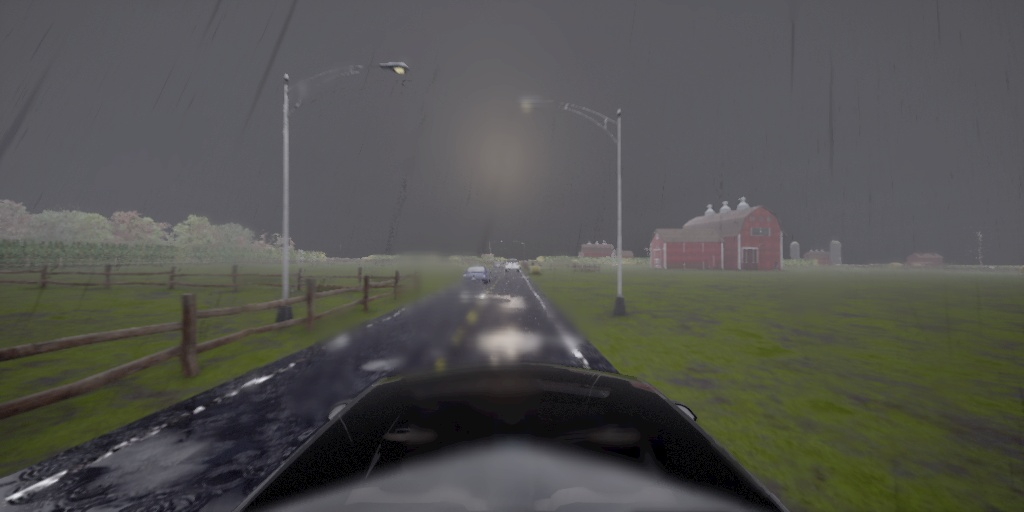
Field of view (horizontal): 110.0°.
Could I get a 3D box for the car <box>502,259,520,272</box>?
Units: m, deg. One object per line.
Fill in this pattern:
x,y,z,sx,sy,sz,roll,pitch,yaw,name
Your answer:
0.034,1.448,55.980,2.150,2.045,5.566,0,0,0,car

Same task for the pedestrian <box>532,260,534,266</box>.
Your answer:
2.854,1.478,49.435,0.375,1.860,0.375,1,-1,2,pedestrian

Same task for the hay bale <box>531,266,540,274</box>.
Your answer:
3.153,1.817,48.310,1.220,1.180,1.240,0,0,0,hay bale

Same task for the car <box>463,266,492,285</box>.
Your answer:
-2.825,1.522,29.461,1.812,1.442,4.674,0,-1,0,car
